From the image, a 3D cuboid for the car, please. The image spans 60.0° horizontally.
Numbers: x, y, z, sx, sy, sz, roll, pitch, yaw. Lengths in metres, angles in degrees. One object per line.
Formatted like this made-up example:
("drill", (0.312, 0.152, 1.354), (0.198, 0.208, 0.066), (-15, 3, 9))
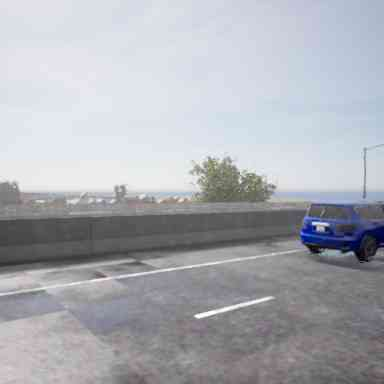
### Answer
("car", (6.560, 1.353, 12.834), (5.566, 2.045, 2.150), (0, 0, -35))
